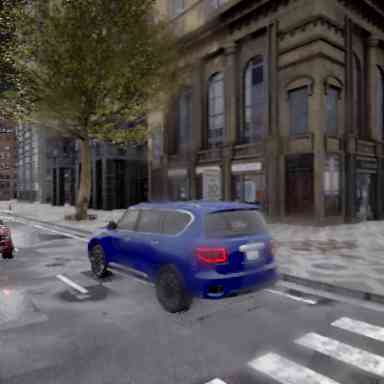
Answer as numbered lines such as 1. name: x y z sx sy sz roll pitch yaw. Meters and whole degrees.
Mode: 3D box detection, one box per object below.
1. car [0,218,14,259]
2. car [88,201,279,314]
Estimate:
1. car: -8.207 1.471 12.402 2.097 1.767 4.553 -1 0 -39
2. car: -0.573 1.249 8.054 2.150 2.045 5.566 -1 0 -39
